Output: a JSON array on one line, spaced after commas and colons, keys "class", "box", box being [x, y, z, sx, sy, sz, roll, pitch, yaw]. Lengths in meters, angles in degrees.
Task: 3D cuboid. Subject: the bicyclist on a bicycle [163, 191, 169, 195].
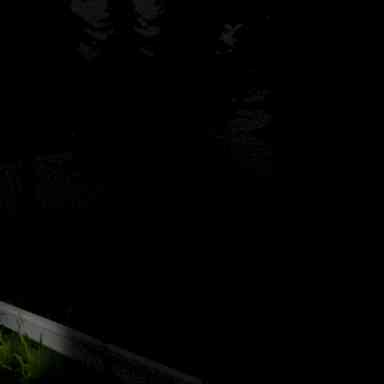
[{"class": "bicyclist on a bicycle", "box": [-2.286, 0.260, 28.881, 0.582, 1.620, 1.656, 1, 4, -28]}]

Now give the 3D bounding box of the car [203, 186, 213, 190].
[{"class": "car", "box": [0.695, 0.061, 36.959, 4.181, 1.385, 1.994, -4, 1, -13]}]
